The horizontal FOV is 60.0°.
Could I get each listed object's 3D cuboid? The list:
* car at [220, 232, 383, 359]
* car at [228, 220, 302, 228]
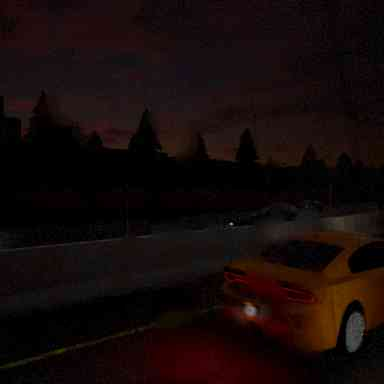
[{"bbox_3d":[2.734,1.477,6.115,5.008,1.535,1.882,0,0,-39],"label":"car"},{"bbox_3d":[3.904,1.601,16.683,4.718,1.301,1.895,0,0,-44],"label":"car"}]
